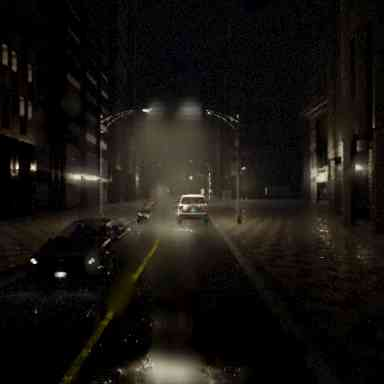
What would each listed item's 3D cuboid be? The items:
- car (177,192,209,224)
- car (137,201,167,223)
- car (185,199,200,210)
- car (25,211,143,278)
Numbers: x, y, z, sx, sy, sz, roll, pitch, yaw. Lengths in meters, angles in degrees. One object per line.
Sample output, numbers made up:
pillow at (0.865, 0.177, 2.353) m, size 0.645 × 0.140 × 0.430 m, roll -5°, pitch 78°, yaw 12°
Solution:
car at (0.080, 1.236, 24.664) m, size 2.150 × 2.045 × 5.566 m, roll 0°, pitch 0°, yaw 0°
car at (-3.017, 1.520, 25.683) m, size 1.837 × 1.490 × 4.892 m, roll 0°, pitch 0°, yaw 0°
car at (0.085, 1.627, 44.829) m, size 1.895 × 1.301 × 4.718 m, roll 0°, pitch 0°, yaw 0°
car at (-3.068, 1.553, 10.446) m, size 2.033 × 1.411 × 5.357 m, roll 0°, pitch 0°, yaw 0°
